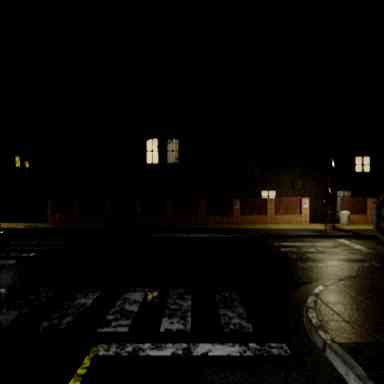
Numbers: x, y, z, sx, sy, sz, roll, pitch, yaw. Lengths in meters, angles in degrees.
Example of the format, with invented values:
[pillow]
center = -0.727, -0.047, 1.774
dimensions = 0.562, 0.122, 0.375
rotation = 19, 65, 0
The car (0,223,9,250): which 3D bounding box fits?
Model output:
[car]
center = -9.039, 1.258, 10.943
dimensions = 5.566, 2.045, 2.150
rotation = 0, 1, 8
